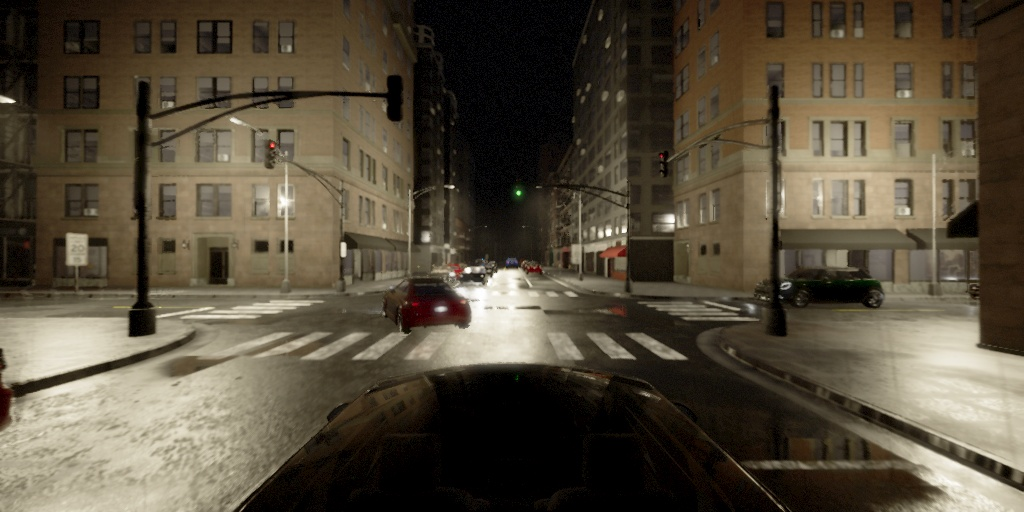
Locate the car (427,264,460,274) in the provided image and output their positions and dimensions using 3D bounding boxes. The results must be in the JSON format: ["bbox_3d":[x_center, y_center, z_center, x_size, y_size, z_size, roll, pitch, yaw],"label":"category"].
[{"bbox_3d":[-5.387,1.456,27.482,2.007,1.370,4.403,0,0,0],"label":"car"}]

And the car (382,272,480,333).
[{"bbox_3d":[-2.786,1.370,11.199,1.994,1.385,4.181,0,0,-27],"label":"car"}]

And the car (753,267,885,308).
[{"bbox_3d":[13.167,1.252,15.611,4.553,1.767,2.097,0,0,0],"label":"car"}]

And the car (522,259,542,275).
[{"bbox_3d":[2.638,1.440,43.836,1.967,1.591,4.097,0,0,0],"label":"car"}]

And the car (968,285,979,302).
[{"bbox_3d":[23.198,1.541,15.623,4.718,1.301,1.895,0,0,0],"label":"car"}]

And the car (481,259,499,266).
[{"bbox_3d":[-2.805,1.511,47.355,2.128,1.511,4.902,0,0,0],"label":"car"}]

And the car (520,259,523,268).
[{"bbox_3d":[2.639,1.501,54.745,1.967,1.591,4.097,0,0,0],"label":"car"}]

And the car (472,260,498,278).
[{"bbox_3d":[-2.840,1.454,37.204,2.128,1.511,4.902,0,0,0],"label":"car"}]

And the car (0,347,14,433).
[{"bbox_3d":[-5.387,1.061,1.019,2.192,1.841,5.009,0,0,0],"label":"car"}]

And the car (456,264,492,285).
[{"bbox_3d":[-2.848,1.507,27.635,1.895,1.301,4.718,0,0,0],"label":"car"}]
